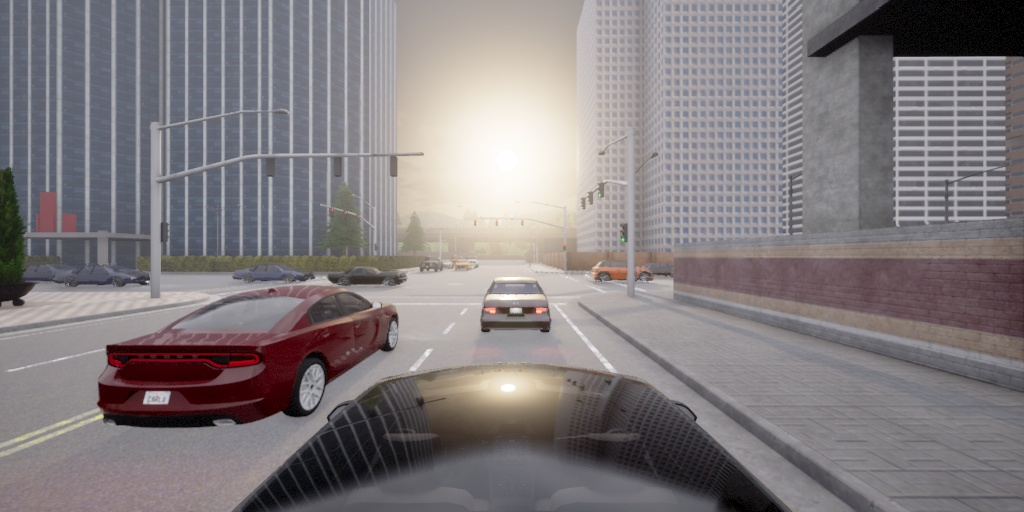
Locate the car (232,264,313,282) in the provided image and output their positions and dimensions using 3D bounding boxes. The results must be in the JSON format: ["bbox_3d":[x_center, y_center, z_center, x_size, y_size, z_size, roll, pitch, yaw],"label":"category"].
[{"bbox_3d":[-18.048,1.322,27.237,5.357,1.411,2.033,0,0,-1],"label":"car"}]

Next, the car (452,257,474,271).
[{"bbox_3d":[-7.049,1.276,51.984,1.882,1.535,5.008,0,0,0],"label":"car"}]

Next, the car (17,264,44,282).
[{"bbox_3d":[-34.831,1.322,27.118,5.357,1.411,2.033,0,0,0],"label":"car"}]

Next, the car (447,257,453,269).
[{"bbox_3d":[-10.536,1.328,56.919,1.812,1.442,4.674,0,0,0],"label":"car"}]

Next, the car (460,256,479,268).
[{"bbox_3d":[-7.014,1.029,61.825,2.150,2.045,5.566,0,0,0],"label":"car"}]

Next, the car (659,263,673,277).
[{"bbox_3d":[13.921,1.329,34.757,5.357,1.411,2.033,0,0,0],"label":"car"}]

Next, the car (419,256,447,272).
[{"bbox_3d":[-10.557,1.016,47.379,2.150,2.045,5.566,0,0,0],"label":"car"}]

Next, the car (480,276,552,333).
[{"bbox_3d":[0.092,1.306,10.780,2.033,1.411,5.357,0,0,0],"label":"car"}]

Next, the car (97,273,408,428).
[{"bbox_3d":[-3.439,1.232,5.969,1.882,1.535,5.008,0,0,0],"label":"car"}]

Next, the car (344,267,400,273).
[{"bbox_3d":[-9.457,1.372,23.850,4.718,1.301,1.895,0,0,-1],"label":"car"}]

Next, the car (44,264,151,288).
[{"bbox_3d":[-26.725,1.318,23.663,5.357,1.411,2.033,0,0,0],"label":"car"}]

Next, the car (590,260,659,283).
[{"bbox_3d":[8.433,1.127,27.562,4.553,1.767,2.097,0,0,0],"label":"car"}]
